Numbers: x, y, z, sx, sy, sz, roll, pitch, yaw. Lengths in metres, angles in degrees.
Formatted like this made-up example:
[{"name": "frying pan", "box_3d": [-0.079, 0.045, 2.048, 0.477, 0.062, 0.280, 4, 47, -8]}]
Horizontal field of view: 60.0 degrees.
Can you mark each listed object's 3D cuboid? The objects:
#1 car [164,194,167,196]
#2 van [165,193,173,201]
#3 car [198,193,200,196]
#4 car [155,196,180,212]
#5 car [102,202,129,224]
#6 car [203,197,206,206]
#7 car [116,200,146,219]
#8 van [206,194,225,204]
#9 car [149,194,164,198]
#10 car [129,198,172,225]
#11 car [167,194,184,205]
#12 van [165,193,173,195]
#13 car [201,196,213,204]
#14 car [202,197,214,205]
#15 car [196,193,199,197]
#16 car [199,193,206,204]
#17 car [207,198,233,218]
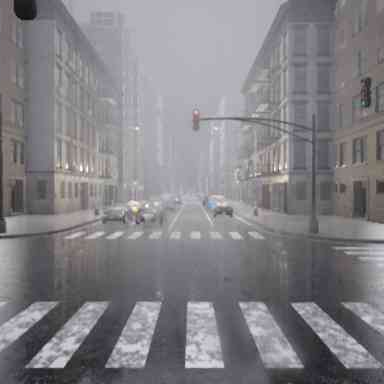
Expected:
[{"name": "car", "box_3d": [-5.361, 1.456, 51.304, 1.752, 1.417, 4.829, 0, 0, 0]}, {"name": "van", "box_3d": [-5.357, 1.236, 78.505, 1.690, 1.788, 3.998, 0, 0, 0]}, {"name": "car", "box_3d": [2.721, 1.435, 67.855, 1.752, 1.417, 4.829, 0, 0, 0]}, {"name": "car", "box_3d": [-2.802, 1.496, 37.647, 2.033, 1.411, 5.357, 0, 0, 0]}, {"name": "car", "box_3d": [-5.364, 1.517, 24.443, 2.008, 1.369, 4.403, 0, 0, 0]}, {"name": "car", "box_3d": [2.685, 1.527, 40.654, 1.802, 1.307, 4.206, 0, 0, 0]}, {"name": "car", "box_3d": [-5.363, 1.485, 29.679, 1.752, 1.417, 4.829, 0, 0, 0]}, {"name": "van", "box_3d": [2.678, 1.293, 35.248, 1.690, 1.788, 3.998, 0, 0, 0]}, {"name": "car", "box_3d": [-5.361, 1.378, 46.068, 1.967, 1.590, 4.097, 0, 0, 0]}, {"name": "car", "box_3d": [-2.823, 1.459, 23.808, 2.128, 1.511, 4.902, 0, 0, 0]}, {"name": "car", "box_3d": [-2.741, 1.491, 54.627, 1.994, 1.385, 4.181, 0, 0, 1]}, {"name": "van", "box_3d": [-5.358, 1.250, 67.692, 1.690, 1.788, 3.998, 0, 0, 0]}, {"name": "car", "box_3d": [2.714, 1.467, 62.279, 2.008, 1.369, 4.403, 0, 0, 0]}, {"name": "car", "box_3d": [2.706, 1.489, 56.873, 1.947, 1.339, 4.313, 0, 0, 0]}, {"name": "car", "box_3d": [2.742, 1.433, 83.904, 1.887, 1.381, 4.507, 0, 0, 0]}, {"name": "car", "box_3d": [2.699, 1.245, 51.467, 2.192, 1.841, 5.009, 0, 0, 0]}, {"name": "car", "box_3d": [2.671, 1.510, 29.842, 2.008, 1.369, 4.403, 0, 0, 0]}]
